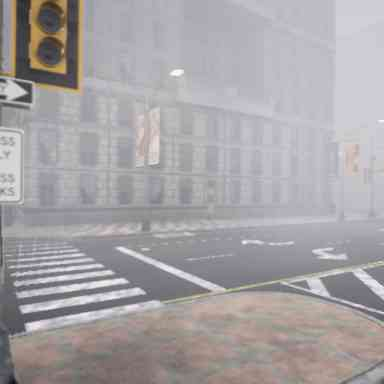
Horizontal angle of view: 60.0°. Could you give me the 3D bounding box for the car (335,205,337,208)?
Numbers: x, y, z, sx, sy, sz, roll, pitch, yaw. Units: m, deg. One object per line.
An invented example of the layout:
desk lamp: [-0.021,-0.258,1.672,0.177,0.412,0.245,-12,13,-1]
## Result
car: [20.892,2.002,53.046,1.994,1.385,4.181,1,0,-32]
